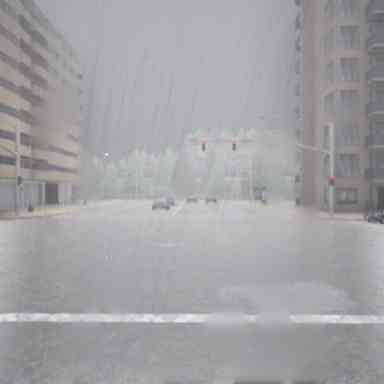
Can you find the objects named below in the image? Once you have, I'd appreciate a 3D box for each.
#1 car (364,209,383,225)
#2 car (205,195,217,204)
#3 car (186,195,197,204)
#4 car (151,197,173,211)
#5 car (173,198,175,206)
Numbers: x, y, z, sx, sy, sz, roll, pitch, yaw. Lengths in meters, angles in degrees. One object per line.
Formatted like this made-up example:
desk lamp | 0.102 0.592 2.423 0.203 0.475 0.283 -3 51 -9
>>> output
car | 14.083 1.457 22.262 4.674 1.442 1.812 0 0 1
car | 3.494 1.318 60.595 1.837 1.490 4.892 0 0 0
car | -0.006 1.339 60.595 1.812 1.442 4.674 0 0 0
car | -3.572 1.404 39.288 1.812 1.442 4.674 0 0 0
car | -3.569 1.411 49.371 1.994 1.385 4.181 0 0 0
